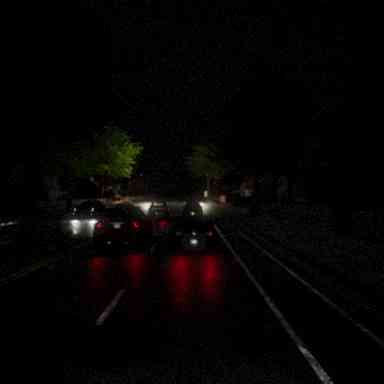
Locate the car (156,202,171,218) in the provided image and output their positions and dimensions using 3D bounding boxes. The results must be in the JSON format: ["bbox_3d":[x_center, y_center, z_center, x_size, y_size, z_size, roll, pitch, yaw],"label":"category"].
[{"bbox_3d":[-3.162,1.748,32.575,2.128,1.511,4.902,0,0,0],"label":"car"}]

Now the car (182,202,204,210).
[{"bbox_3d":[0.088,1.762,32.679,1.837,1.490,4.892,0,0,0],"label":"car"}]

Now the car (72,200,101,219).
[{"bbox_3d":[-9.856,1.603,32.063,2.097,1.767,4.553,0,0,0],"label":"car"}]

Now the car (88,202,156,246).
[{"bbox_3d":[-3.159,1.479,16.129,2.097,1.767,4.553,0,0,0],"label":"car"}]

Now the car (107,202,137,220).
[{"bbox_3d":[-6.609,1.776,31.877,1.812,1.442,4.674,0,0,0],"label":"car"}]

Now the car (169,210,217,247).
[{"bbox_3d":[0.092,1.724,15.609,1.895,1.301,4.718,0,0,0],"label":"car"}]
